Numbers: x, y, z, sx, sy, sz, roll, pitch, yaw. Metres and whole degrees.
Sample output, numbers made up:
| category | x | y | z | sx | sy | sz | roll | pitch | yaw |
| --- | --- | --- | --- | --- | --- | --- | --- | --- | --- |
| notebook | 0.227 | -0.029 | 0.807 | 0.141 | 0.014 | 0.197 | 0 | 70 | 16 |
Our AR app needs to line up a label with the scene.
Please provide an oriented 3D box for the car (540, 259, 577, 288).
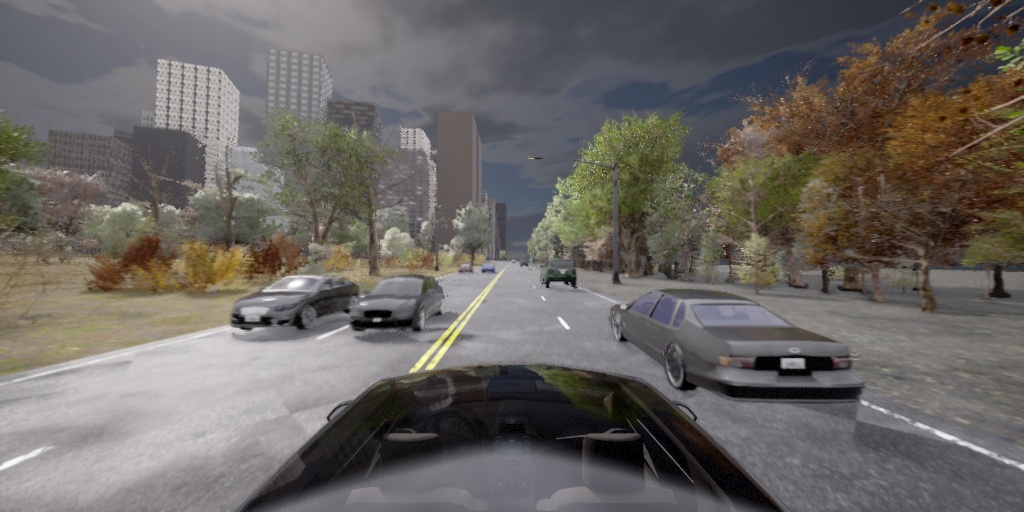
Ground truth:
| category | x | y | z | sx | sy | sz | roll | pitch | yaw |
| --- | --- | --- | --- | --- | --- | --- | --- | --- | --- |
| car | 3.352 | 1.235 | 26.531 | 2.150 | 2.045 | 5.566 | 0 | -1 | -1 |

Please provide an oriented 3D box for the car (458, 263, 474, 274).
| category | x | y | z | sx | sy | sz | roll | pitch | yaw |
| --- | --- | --- | --- | --- | --- | --- | --- | --- | --- |
| car | -6.612 | 1.804 | 51.776 | 1.812 | 1.442 | 4.674 | 0 | -1 | 0 |

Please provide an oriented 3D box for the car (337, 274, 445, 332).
| category | x | y | z | sx | sy | sz | roll | pitch | yaw |
| --- | --- | --- | --- | --- | --- | --- | --- | --- | --- |
| car | -3.358 | 1.362 | 11.356 | 1.837 | 1.490 | 4.892 | 0 | -1 | 0 |

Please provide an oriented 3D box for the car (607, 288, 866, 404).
| category | x | y | z | sx | sy | sz | roll | pitch | yaw |
| --- | --- | --- | --- | --- | --- | --- | --- | --- | --- |
| car | 3.359 | 1.327 | 6.796 | 2.033 | 1.411 | 5.357 | 0 | 0 | 0 |

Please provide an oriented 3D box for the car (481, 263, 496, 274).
| category | x | y | z | sx | sy | sz | roll | pitch | yaw |
| --- | --- | --- | --- | --- | --- | --- | --- | --- | --- |
| car | -3.363 | 1.756 | 51.777 | 1.882 | 1.535 | 5.008 | 0 | -1 | 0 |

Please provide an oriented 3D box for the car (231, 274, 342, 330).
| category | x | y | z | sx | sy | sz | roll | pitch | yaw |
| --- | --- | --- | --- | --- | --- | --- | --- | --- | --- |
| car | -6.609 | 1.351 | 11.586 | 2.128 | 1.511 | 4.902 | 0 | -1 | 0 |
